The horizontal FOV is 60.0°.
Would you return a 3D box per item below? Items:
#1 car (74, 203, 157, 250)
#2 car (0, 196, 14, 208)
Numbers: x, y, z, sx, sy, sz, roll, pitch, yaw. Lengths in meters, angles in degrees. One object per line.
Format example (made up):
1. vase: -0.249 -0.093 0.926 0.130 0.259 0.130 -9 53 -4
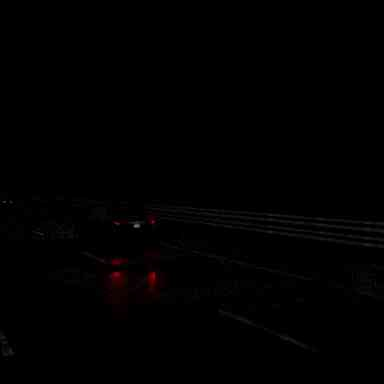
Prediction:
1. car: -3.418 1.289 14.336 2.097 1.767 4.553 1 0 -38
2. car: -22.003 1.131 38.529 2.033 1.411 5.357 1 0 -36
